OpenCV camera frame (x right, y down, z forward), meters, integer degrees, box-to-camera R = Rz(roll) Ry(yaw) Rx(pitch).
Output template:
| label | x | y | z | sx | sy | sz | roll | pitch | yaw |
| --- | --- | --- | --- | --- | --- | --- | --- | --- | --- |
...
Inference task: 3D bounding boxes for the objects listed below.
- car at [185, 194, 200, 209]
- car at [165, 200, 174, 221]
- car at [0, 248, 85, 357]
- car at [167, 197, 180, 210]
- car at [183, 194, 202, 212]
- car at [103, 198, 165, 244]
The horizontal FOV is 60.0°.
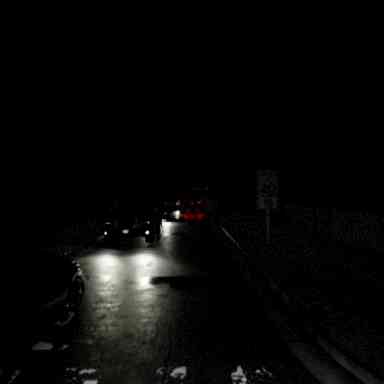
| label | x | y | z | sx | sy | sz | roll | pitch | yaw |
| --- | --- | --- | --- | --- | --- | --- | --- | --- | --- |
| car | 0.070 | 1.372 | 51.087 | 2.150 | 2.045 | 5.566 | -1 | 0 | 0 |
| car | -2.806 | 1.696 | 28.978 | 1.812 | 1.442 | 4.674 | -1 | 0 | 0 |
| car | -3.319 | 1.628 | 5.191 | 1.994 | 1.385 | 4.181 | -1 | 0 | 5 |
| car | -2.690 | 1.549 | 45.128 | 2.097 | 1.767 | 4.553 | -1 | 0 | 0 |
| car | 0.051 | 1.366 | 40.665 | 2.150 | 2.045 | 5.566 | -1 | 0 | 0 |
| car | -2.842 | 1.347 | 16.981 | 2.150 | 2.045 | 5.566 | -1 | 0 | 0 |
